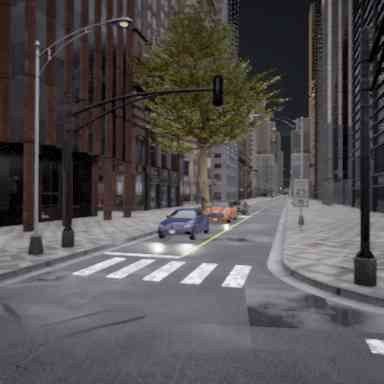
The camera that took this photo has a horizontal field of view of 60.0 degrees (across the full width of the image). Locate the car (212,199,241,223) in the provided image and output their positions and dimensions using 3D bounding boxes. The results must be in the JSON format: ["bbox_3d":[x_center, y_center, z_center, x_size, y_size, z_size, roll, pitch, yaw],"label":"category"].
[{"bbox_3d":[2.393,1.504,27.243,2.097,1.767,4.553,0,0,16],"label":"car"}]

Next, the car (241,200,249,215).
[{"bbox_3d":[5.274,1.724,37.186,1.837,1.490,4.892,0,0,16],"label":"car"}]

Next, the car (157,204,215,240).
[{"bbox_3d":[-0.295,1.624,17.937,1.812,1.442,4.674,0,0,16],"label":"car"}]
